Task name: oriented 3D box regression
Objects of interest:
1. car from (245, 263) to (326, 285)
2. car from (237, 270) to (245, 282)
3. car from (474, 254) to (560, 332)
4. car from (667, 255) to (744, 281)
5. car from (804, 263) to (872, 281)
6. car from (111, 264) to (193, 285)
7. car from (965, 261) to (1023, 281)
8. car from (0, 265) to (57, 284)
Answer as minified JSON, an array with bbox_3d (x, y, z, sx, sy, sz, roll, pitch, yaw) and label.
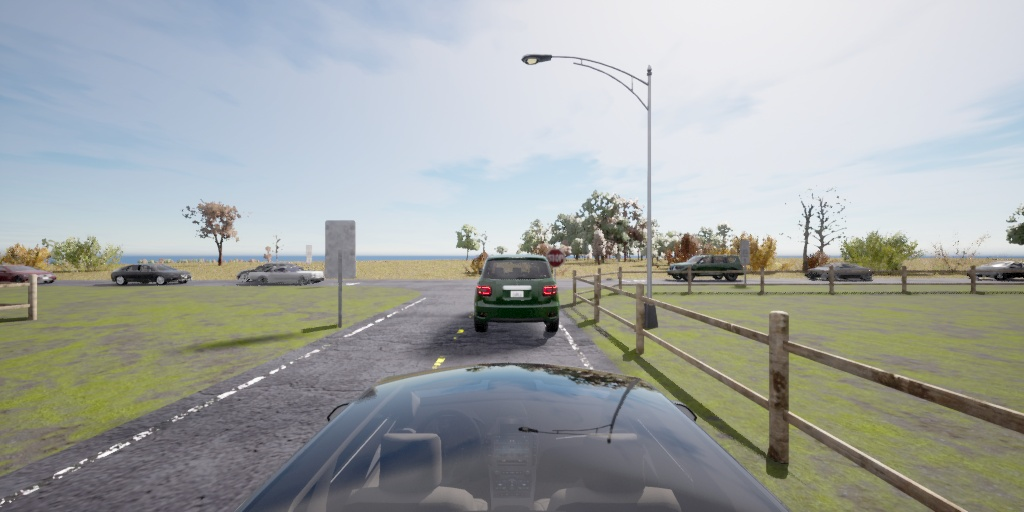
[{"bbox_3d":[-16.155,1.391,26.054,4.718,1.301,1.895,0,0,1],"label":"car"},{"bbox_3d":[-19.492,1.303,29.040,4.892,1.490,1.837,0,0,1],"label":"car"},{"bbox_3d":[0.123,0.971,10.942,2.150,2.045,5.566,0,0,0],"label":"car"},{"bbox_3d":[15.438,0.928,28.682,5.566,2.045,2.150,0,0,0],"label":"car"},{"bbox_3d":[25.910,1.249,28.571,4.181,1.385,1.994,0,0,1],"label":"car"},{"bbox_3d":[-26.213,1.324,26.160,4.892,1.490,1.837,0,0,1],"label":"car"},{"bbox_3d":[39.130,1.162,28.414,4.902,1.511,2.128,0,0,1],"label":"car"},{"bbox_3d":[-36.472,1.375,26.277,4.674,1.442,1.812,0,0,1],"label":"car"}]
